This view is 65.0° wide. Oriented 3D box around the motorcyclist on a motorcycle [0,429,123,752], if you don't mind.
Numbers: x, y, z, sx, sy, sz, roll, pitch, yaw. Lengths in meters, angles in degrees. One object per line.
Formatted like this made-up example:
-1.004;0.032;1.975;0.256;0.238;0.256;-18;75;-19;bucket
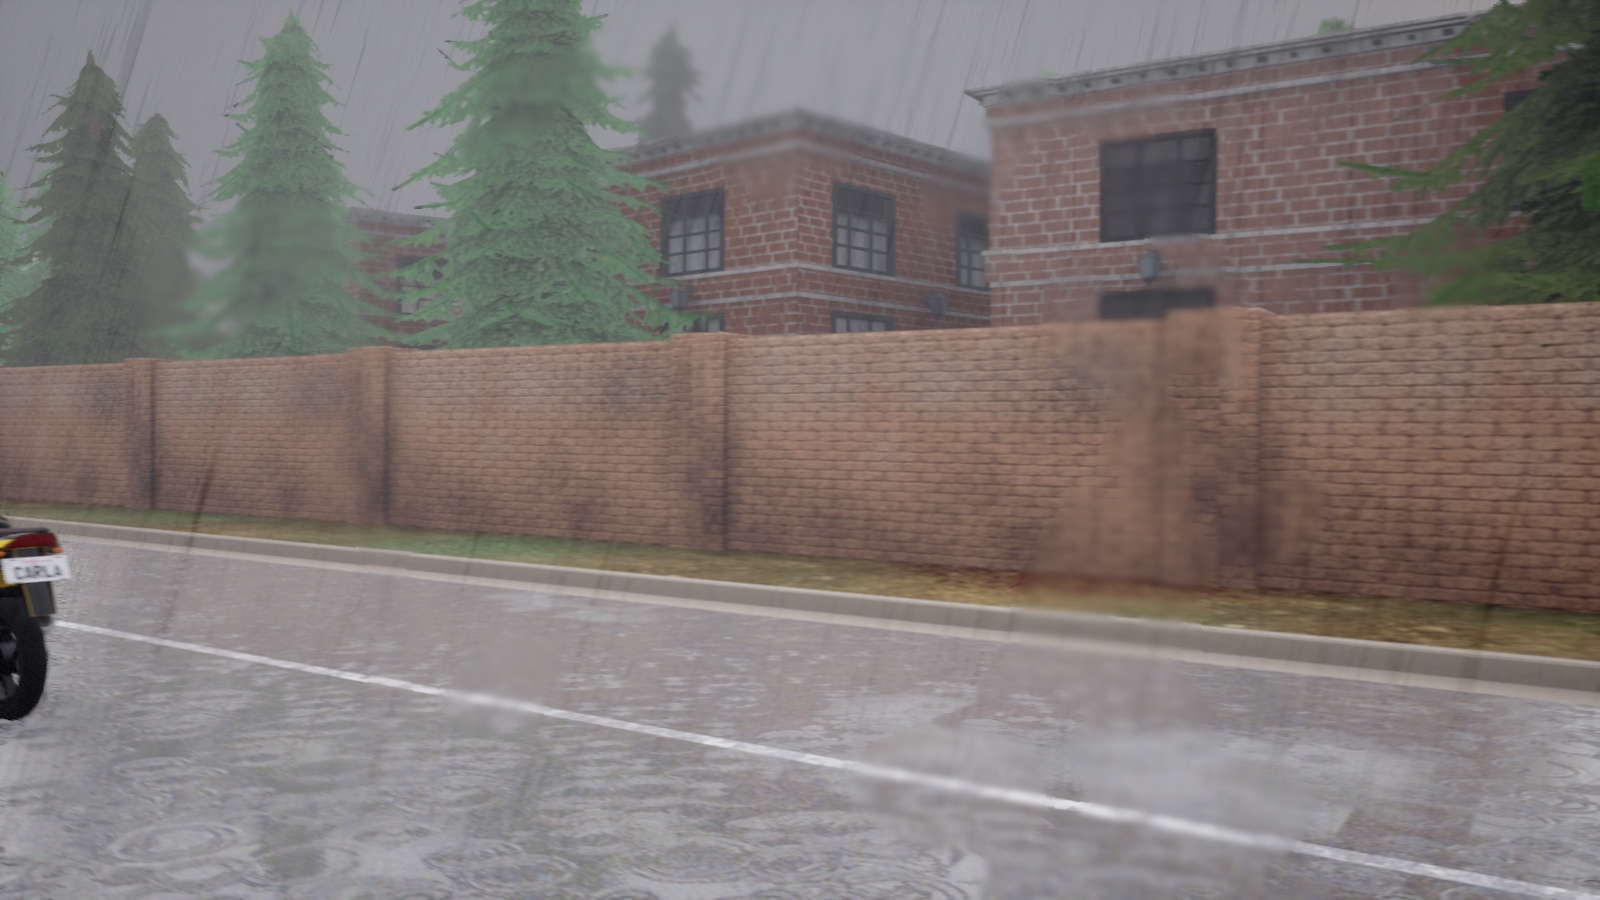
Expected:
-4.538;0.664;6.638;2.044;1.523;0.797;0;1;34;motorcyclist on a motorcycle
